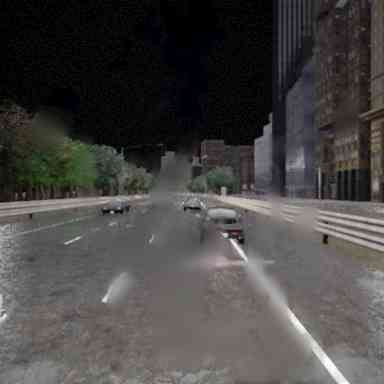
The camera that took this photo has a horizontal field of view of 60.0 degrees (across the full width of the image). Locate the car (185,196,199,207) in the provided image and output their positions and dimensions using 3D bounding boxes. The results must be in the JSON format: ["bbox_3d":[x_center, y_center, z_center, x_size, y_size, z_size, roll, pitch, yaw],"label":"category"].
[{"bbox_3d":[0.001,1.398,50.087,1.994,1.385,4.181,0,0,0],"label":"car"}]

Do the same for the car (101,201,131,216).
[{"bbox_3d":[-6.907,1.448,30.952,1.895,1.301,4.718,0,0,0],"label":"car"}]

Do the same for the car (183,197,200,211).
[{"bbox_3d":[0.049,1.406,38.083,1.994,1.385,4.181,0,0,0],"label":"car"}]

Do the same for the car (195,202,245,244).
[{"bbox_3d":[1.224,1.393,15.131,1.837,1.490,4.892,0,0,0],"label":"car"}]

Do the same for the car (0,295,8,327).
[{"bbox_3d":[-3.401,1.580,2.335,1.895,1.301,4.718,0,1,0],"label":"car"}]

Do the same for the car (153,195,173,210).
[{"bbox_3d":[-3.400,1.193,39.683,2.097,1.767,4.553,0,0,0],"label":"car"}]
